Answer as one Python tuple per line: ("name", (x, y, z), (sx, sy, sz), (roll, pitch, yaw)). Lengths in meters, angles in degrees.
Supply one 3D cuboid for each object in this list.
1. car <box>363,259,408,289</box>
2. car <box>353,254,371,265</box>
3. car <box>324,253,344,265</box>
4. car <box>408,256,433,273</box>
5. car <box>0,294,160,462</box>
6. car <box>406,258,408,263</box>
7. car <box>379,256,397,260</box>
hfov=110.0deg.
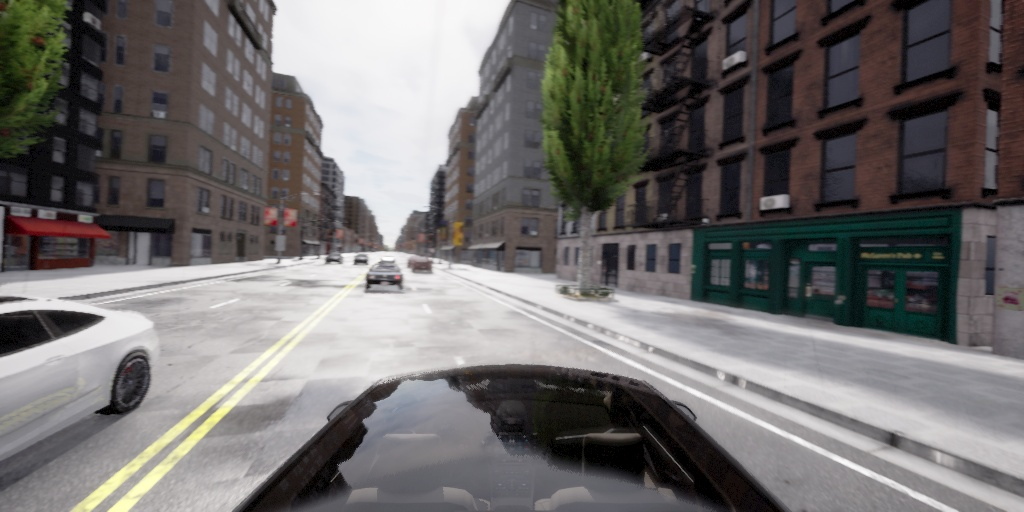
("car", (-7.083, 1.058, 20.070), (1.895, 1.301, 4.718), (2, 0, -19))
("car", (-19.977, 0.433, 47.714), (1.837, 1.490, 4.892), (2, 0, -19))
("car", (-23.020, 0.304, 46.573), (1.837, 1.490, 4.892), (2, 0, -19))
("car", (-9.097, 0.852, 36.159), (1.882, 1.535, 5.008), (2, 0, -19))
("car", (-4.830, 1.074, 2.674), (1.812, 1.442, 4.674), (2, 0, -19))
("car", (-12.262, 0.719, 45.198), (1.882, 1.535, 5.008), (2, 0, -19))
("car", (-13.982, 0.734, 40.448), (1.994, 1.385, 4.181), (2, 0, -19))
